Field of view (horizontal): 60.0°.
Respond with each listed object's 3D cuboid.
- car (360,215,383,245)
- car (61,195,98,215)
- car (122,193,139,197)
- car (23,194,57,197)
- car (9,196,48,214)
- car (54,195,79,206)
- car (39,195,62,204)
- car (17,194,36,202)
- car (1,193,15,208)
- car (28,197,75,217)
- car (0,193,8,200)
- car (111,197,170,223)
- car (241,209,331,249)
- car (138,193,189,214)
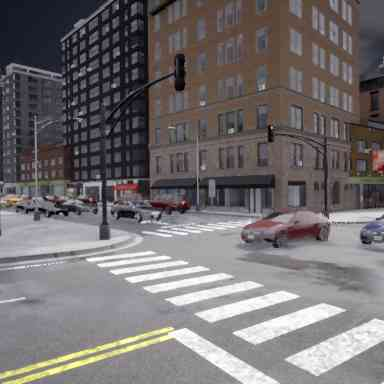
[{"bbox_3d":[9.055,1.489,14.157,4.674,1.442,1.812,-1,1,-36],"label":"car"},{"bbox_3d":[-10.607,1.336,31.280,1.812,1.442,4.674,-1,1,-44],"label":"car"},{"bbox_3d":[-6.296,1.045,35.132,2.192,1.841,5.009,0,1,-44],"label":"car"},{"bbox_3d":[-17.536,1.258,38.424,1.812,1.442,4.674,-1,1,-44],"label":"car"},{"bbox_3d":[-16.243,1.375,33.137,1.947,1.339,4.313,0,1,-44],"label":"car"},{"bbox_3d":[-17.812,1.181,46.983,1.802,1.307,4.206,0,1,-44],"label":"car"},{"bbox_3d":[-21.651,1.136,50.933,1.802,1.307,4.206,0,1,-44],"label":"car"},{"bbox_3d":[-29.328,1.044,58.832,1.802,1.307,4.206,0,1,-44],"label":"car"},{"bbox_3d":[-23.800,1.248,40.912,1.752,1.417,4.829,0,1,-44],"label":"car"},{"bbox_3d":[-12.405,1.418,29.188,1.947,1.339,4.313,0,1,-44],"label":"car"},{"bbox_3d":[-40.843,0.885,70.680,1.947,1.339,4.313,0,1,-44],"label":"car"},{"bbox_3d":[-4.188,1.372,24.677,2.128,1.511,4.902,-1,1,-44],"label":"car"},{"bbox_3d":[4.269,1.515,14.732,4.674,1.442,1.812,-1,1,-35],"label":"car"},{"bbox_3d":[-2.458,1.087,31.182,2.192,1.841,5.009,0,1,-44],"label":"car"}]
